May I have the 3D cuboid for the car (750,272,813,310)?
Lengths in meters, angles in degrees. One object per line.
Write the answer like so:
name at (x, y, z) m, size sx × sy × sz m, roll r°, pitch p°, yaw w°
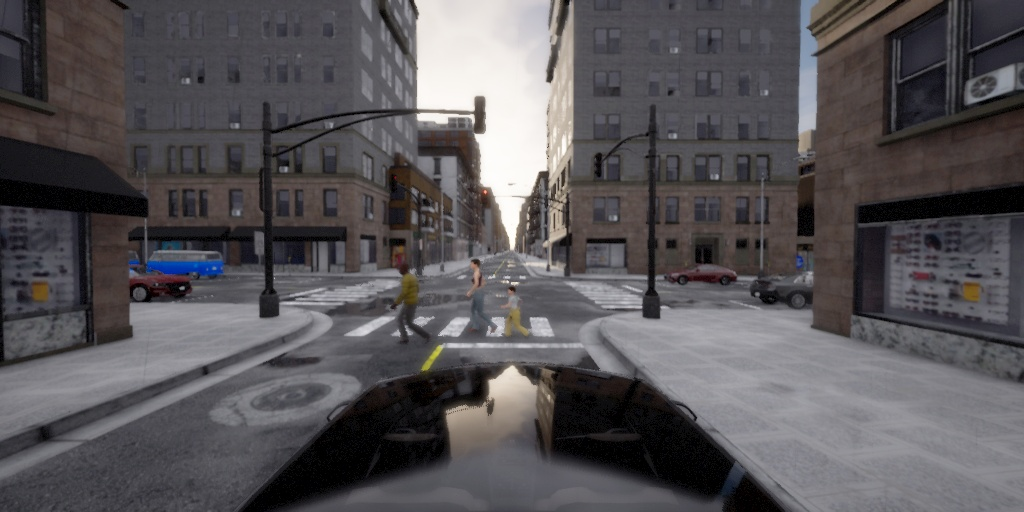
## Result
car at (11.631, 1.269, 13.804) m, size 4.403 × 1.370 × 2.007 m, roll 0°, pitch 0°, yaw 0°

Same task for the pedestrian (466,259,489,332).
pedestrian at (-0.836, 0.934, 8.736) m, size 0.375 × 1.860 × 0.375 m, roll 0°, pitch 1°, yaw 0°

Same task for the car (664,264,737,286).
car at (11.676, 1.121, 22.328) m, size 4.207 × 1.307 × 1.802 m, roll 0°, pitch 0°, yaw 0°

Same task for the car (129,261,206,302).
car at (-15.131, 0.998, 14.022) m, size 4.507 × 1.381 × 1.888 m, roll 0°, pitch 0°, yaw 0°

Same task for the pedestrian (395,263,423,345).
pedestrian at (-2.161, 0.953, 7.537) m, size 0.375 × 1.860 × 0.375 m, roll 0°, pitch 1°, yaw 0°

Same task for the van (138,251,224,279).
van at (-20.578, 0.561, 22.598) m, size 3.998 × 1.789 × 1.690 m, roll 0°, pitch 0°, yaw 0°

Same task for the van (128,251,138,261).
van at (-26.069, 0.508, 22.643) m, size 3.998 × 1.789 × 1.690 m, roll 0°, pitch 0°, yaw 0°

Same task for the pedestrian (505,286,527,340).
pedestrian at (0.091, 1.224, 8.140) m, size 0.375 × 1.300 × 0.375 m, roll 0°, pitch 1°, yaw 0°
